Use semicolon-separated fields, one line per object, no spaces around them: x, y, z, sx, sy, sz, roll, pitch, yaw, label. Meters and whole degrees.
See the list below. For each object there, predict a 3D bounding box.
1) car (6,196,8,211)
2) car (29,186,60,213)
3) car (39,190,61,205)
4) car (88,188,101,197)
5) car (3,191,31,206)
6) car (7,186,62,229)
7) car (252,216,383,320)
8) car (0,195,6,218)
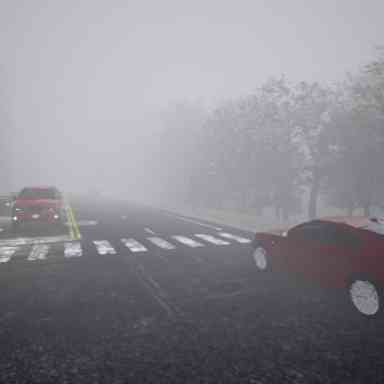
-15.187;0.957;26.568;1.895;1.301;4.718;-1;2;-21;car
-12.346;0.523;28.211;2.150;2.045;5.566;-1;2;-21;car
-16.264;0.558;38.260;2.128;1.511;4.902;-1;2;-21;car
-16.880;0.105;57.811;1.812;1.442;4.674;-1;2;-21;car
-18.966;0.678;36.229;2.033;1.411;5.357;-1;2;-21;car
-8.565;0.749;18.573;2.150;2.045;5.566;-1;2;-22;car
3.148;1.249;7.076;1.882;1.535;5.008;-1;2;-21;car
-11.636;0.790;17.508;2.150;2.045;5.566;-1;2;-21;car
